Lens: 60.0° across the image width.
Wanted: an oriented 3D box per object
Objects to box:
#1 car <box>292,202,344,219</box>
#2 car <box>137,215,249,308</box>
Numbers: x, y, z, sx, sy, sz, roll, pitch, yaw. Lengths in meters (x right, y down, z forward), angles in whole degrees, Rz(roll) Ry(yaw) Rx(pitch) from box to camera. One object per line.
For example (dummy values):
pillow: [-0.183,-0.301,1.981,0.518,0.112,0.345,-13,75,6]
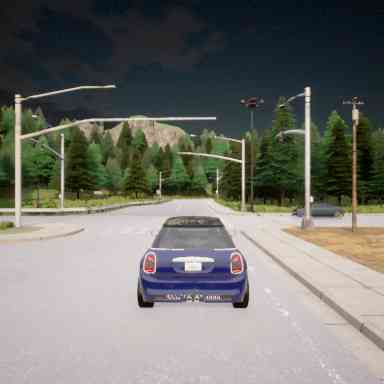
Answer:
car: [10.857,1.599,28.771,4.181,1.385,1.994,0,0,1]
car: [0.038,1.351,8.085,2.097,1.767,4.553,0,0,0]
